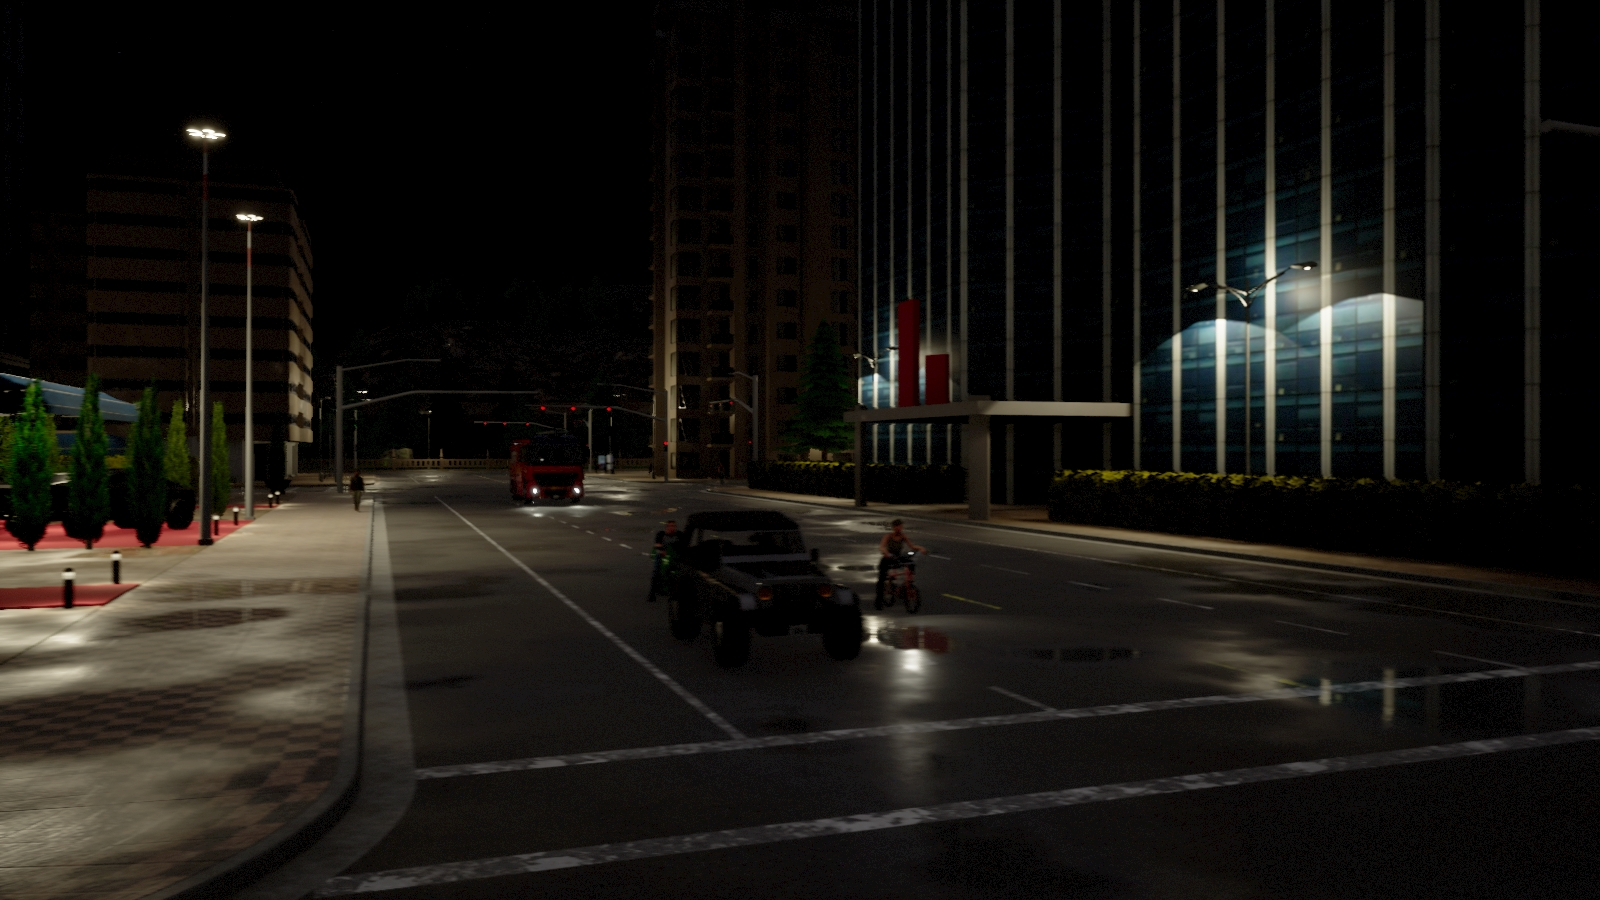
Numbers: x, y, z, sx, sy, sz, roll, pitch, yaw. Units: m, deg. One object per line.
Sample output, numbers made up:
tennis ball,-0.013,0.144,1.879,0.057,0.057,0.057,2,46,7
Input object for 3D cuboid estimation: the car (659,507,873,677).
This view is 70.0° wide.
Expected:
car,-0.624,1.857,16.243,1.905,1.878,3.866,0,0,-20

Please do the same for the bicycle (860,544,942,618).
bicycle,1.733,2.255,19.893,0.859,1.080,1.487,0,0,-21
